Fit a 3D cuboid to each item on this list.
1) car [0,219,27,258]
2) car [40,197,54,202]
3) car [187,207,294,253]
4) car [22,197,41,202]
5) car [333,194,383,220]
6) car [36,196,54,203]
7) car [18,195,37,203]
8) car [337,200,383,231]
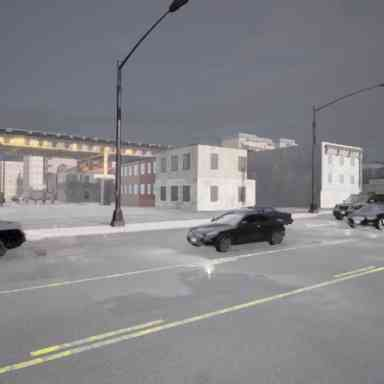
[{"bbox_3d":[-8.220,1.524,11.063,4.902,1.511,2.128,0,0,-35],"label":"car"},{"bbox_3d":[-35.408,1.793,81.295,1.853,1.218,4.536,1,-1,-5],"label":"car"},{"bbox_3d":[1.977,1.546,13.911,4.674,1.442,1.812,0,0,-35],"label":"car"},{"bbox_3d":[-39.181,1.759,81.229,4.536,1.218,1.853,0,-1,25],"label":"car"},{"bbox_3d":[13.462,1.171,26.198,5.566,2.045,2.150,0,0,-34],"label":"car"},{"bbox_3d":[-35.405,1.950,81.242,2.038,1.542,4.974,1,-1,-5],"label":"car"},{"bbox_3d":[-39.135,1.917,81.206,4.974,1.542,2.038,0,-1,25],"label":"car"},{"bbox_3d":[11.550,1.457,20.597,4.902,1.511,2.128,0,0,-35],"label":"car"}]
